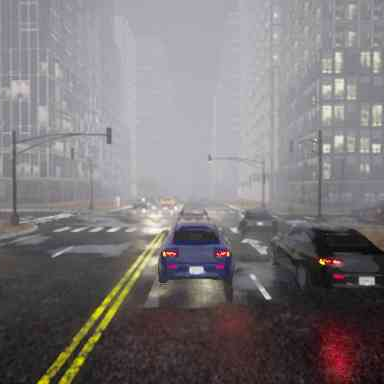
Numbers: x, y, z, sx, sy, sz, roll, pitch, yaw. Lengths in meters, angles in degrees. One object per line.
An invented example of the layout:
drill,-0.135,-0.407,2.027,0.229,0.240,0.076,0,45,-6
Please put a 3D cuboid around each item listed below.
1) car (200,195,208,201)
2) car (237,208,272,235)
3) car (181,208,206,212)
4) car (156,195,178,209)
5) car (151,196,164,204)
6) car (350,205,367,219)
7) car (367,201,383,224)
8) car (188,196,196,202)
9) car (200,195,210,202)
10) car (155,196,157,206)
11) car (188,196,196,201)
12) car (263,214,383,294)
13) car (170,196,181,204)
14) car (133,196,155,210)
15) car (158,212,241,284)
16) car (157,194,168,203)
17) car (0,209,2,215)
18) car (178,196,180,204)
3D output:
car,3.194,1.578,87.285,1.994,1.385,4.181,0,0,0
car,3.628,1.589,18.868,1.994,1.385,4.181,-1,-1,5
car,0.094,1.665,20.907,1.895,1.301,4.718,0,-1,0
car,-3.372,1.505,45.858,1.882,1.535,5.008,0,0,0
car,-6.564,1.534,63.555,1.837,1.490,4.892,0,0,0
car,16.774,1.722,30.302,4.181,1.385,1.994,1,1,1
car,16.187,1.554,24.525,5.009,1.841,2.192,1,0,1
car,-0.048,1.569,75.596,2.033,1.411,5.357,0,0,0
car,3.201,1.624,77.114,1.895,1.301,4.718,0,0,0
car,-6.615,1.533,54.201,1.837,1.490,4.892,0,0,0
car,-0.054,1.621,85.752,1.895,1.301,4.718,0,0,0
car,3.346,1.532,8.664,1.812,1.442,4.674,0,0,0
car,-3.292,1.507,65.764,1.882,1.535,5.008,0,0,0
car,-6.626,1.574,44.462,2.033,1.411,5.357,0,0,0
car,0.095,1.533,9.511,1.812,1.442,4.674,0,0,0
car,-6.547,1.384,73.480,2.097,1.767,4.553,0,0,0
car,-18.477,1.396,27.646,4.892,1.490,1.837,1,1,2
car,-3.362,1.630,55.236,1.895,1.301,4.718,0,0,0
